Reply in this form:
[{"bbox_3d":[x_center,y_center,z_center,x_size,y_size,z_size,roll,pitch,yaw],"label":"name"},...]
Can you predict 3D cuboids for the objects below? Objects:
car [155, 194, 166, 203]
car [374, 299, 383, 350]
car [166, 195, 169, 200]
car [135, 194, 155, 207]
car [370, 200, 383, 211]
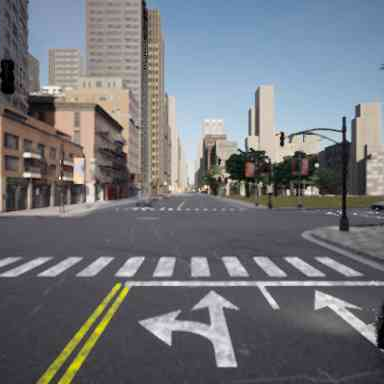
[{"bbox_3d":[-6.609,1.129,62.861,2.097,1.767,4.553,0,0,0],"label":"car"},{"bbox_3d":[3.372,1.499,2.454,1.837,1.490,4.892,0,0,-2],"label":"car"},{"bbox_3d":[-6.583,1.263,78.495,1.994,1.385,4.181,0,0,0],"label":"car"},{"bbox_3d":[-6.672,1.369,46.606,1.812,1.442,4.674,0,0,0],"label":"car"},{"bbox_3d":[20.936,1.279,34.213,5.357,1.411,2.033,-1,0,-21],"label":"car"}]
